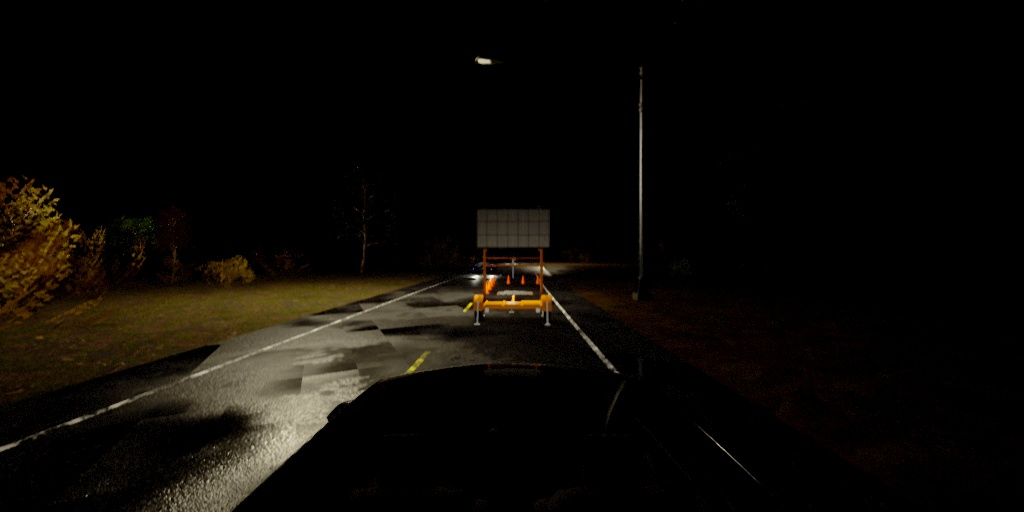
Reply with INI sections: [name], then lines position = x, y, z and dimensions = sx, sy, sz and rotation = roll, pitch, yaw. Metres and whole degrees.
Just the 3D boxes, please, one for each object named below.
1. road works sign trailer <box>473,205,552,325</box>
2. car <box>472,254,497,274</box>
[road works sign trailer]
position = 0.036, 0.176, 11.591
dimensions = 2.380, 3.560, 2.880
rotation = 0, 0, 1
[car]
position = -2.819, 0.826, 38.156
dimensions = 2.150, 2.045, 5.566
rotation = 0, 0, 3
